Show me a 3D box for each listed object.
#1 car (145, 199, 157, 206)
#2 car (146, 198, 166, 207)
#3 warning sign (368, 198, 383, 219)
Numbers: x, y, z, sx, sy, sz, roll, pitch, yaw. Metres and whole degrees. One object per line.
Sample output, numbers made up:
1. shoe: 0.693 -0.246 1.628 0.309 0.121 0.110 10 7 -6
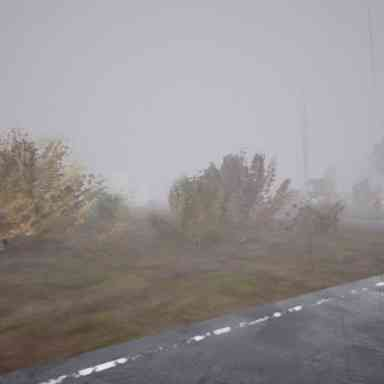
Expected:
1. car: -5.880 1.862 54.974 2.033 1.411 5.357 1 -1 -33
2. car: -6.700 1.928 61.636 1.994 1.385 4.181 1 -1 -34
3. warning sign: 17.111 1.461 30.669 1.300 1.860 1.060 1 -1 -34
